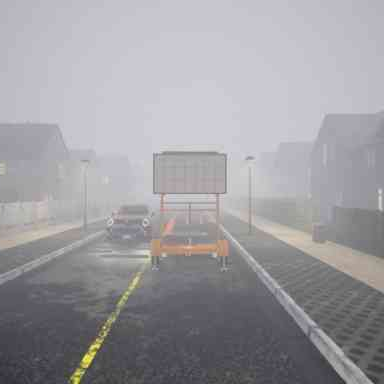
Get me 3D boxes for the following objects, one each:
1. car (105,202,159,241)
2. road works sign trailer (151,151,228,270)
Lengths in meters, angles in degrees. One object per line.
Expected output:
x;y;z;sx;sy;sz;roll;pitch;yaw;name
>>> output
-2.864;1.361;16.690;2.097;1.767;4.553;0;0;0;car
-0.069;0.467;10.996;2.380;3.560;2.880;0;0;0;road works sign trailer
